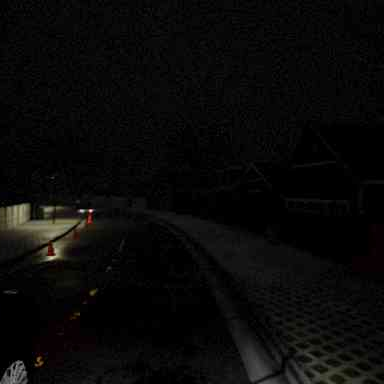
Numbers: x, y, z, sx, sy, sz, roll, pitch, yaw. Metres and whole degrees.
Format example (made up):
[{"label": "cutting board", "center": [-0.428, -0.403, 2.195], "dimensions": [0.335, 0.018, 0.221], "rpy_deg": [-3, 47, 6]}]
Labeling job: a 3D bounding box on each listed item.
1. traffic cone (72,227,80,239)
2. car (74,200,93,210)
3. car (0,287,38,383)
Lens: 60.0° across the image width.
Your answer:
[{"label": "traffic cone", "center": [-6.044, 2.113, 17.291], "dimensions": [0.340, 0.580, 0.340], "rpy_deg": [0, 0, -10]}, {"label": "car", "center": [-16.233, 1.852, 49.574], "dimensions": [2.033, 1.411, 5.357], "rpy_deg": [0, 0, -31]}, {"label": "car", "center": [-2.562, 1.514, 1.741], "dimensions": [2.128, 1.511, 4.902], "rpy_deg": [0, -1, -2]}]
